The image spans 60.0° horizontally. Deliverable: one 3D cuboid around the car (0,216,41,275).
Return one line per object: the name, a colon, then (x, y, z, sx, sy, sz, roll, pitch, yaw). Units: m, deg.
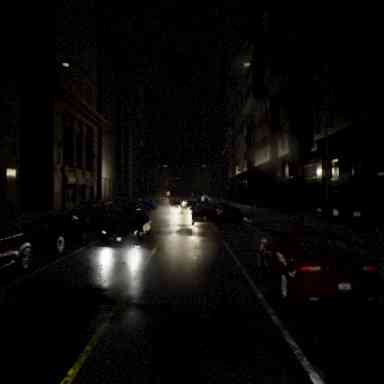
car: (-5.756, 1.484, 8.253, 1.967, 1.590, 4.097, 0, 0, 0)

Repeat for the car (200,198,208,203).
car: (2.801, 2.039, 81.086, 1.802, 1.307, 4.206, 0, 0, 0)

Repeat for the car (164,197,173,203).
car: (-5.724, 2.023, 81.073, 1.947, 1.339, 4.313, 0, 0, 0)

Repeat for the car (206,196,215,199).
car: (2.784, 1.665, 41.873, 1.967, 1.590, 4.097, 0, 0, 0)

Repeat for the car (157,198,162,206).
car: (-5.739, 1.782, 47.293, 1.752, 1.417, 4.829, 0, 0, 0)

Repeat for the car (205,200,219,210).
car: (2.786, 1.839, 47.473, 1.802, 1.307, 4.206, 0, 0, 0)

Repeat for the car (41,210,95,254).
car: (-5.754, 1.639, 13.854, 1.947, 1.339, 4.313, 0, 0, 0)

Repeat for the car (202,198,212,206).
car: (2.794, 1.882, 64.450, 1.752, 1.417, 4.829, 0, 0, 0)

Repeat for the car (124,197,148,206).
car: (-5.746, 1.478, 30.660, 2.192, 1.841, 5.009, 0, 0, 0)

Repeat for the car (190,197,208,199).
car: (0.918, 1.746, 40.918, 1.812, 1.442, 4.674, 0, 0, 0)

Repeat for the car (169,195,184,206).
car: (-2.974, 1.880, 63.584, 1.812, 1.442, 4.674, 0, -1, 0)

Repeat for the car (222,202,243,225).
car: (2.776, 1.698, 25.066, 1.947, 1.339, 4.313, 0, 0, 0)

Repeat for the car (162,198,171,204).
car: (-5.726, 2.005, 75.471, 1.802, 1.307, 4.206, 0, 0, 0)

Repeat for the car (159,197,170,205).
car: (-5.728, 1.830, 69.871, 1.967, 1.590, 4.097, 0, 0, 0)

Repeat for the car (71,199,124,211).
car: (-5.751, 1.418, 19.457, 2.192, 1.841, 5.009, 0, 0, 0)

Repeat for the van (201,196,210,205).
van: (2.797, 1.730, 69.883, 1.690, 1.788, 3.998, 0, 0, 0)

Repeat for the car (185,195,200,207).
car: (0.027, 1.834, 59.698, 1.837, 1.490, 4.892, 0, 0, 0)

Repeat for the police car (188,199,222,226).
police car: (0.870, 1.558, 25.025, 1.930, 1.638, 5.238, 0, 0, 0)

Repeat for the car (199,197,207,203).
car: (2.804, 2.073, 86.688, 1.802, 1.307, 4.206, 0, 0, 0)

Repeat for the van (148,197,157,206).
van: (-5.741, 1.567, 41.863, 1.690, 1.788, 3.998, 0, 0, 0)

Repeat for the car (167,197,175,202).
car: (-5.718, 2.076, 92.277, 2.008, 1.369, 4.403, 0, 0, 0)

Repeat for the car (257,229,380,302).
car: (2.769, 1.588, 8.260, 1.887, 1.381, 4.507, 0, 0, 0)

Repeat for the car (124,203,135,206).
car: (-5.749, 1.714, 25.057, 1.802, 1.307, 4.206, 0, 0, 0)

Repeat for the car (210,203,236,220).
car: (2.778, 1.728, 30.668, 1.947, 1.339, 4.313, 0, 0, 0)

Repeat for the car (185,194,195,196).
car: (0.036, 1.549, 81.818, 2.150, 2.045, 5.566, 0, 0, 0)

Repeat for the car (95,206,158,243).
car: (-3.091, 1.636, 16.780, 2.033, 1.411, 5.357, 0, 0, 0)

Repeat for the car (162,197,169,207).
car: (-5.734, 1.764, 58.668, 1.967, 1.590, 4.097, 0, 0, 0)

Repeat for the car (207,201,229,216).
car: (2.781, 1.744, 36.270, 2.008, 1.369, 4.403, 0, 0, 0)
